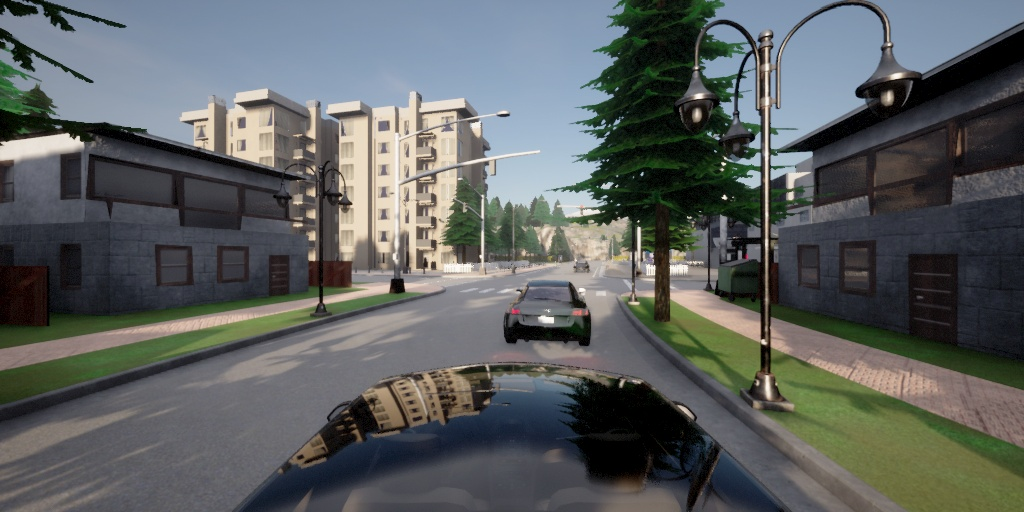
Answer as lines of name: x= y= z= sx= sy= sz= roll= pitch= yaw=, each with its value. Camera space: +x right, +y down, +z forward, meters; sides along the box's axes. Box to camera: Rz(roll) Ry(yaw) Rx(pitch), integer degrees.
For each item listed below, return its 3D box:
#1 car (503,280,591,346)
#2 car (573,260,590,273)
car: x=1.012 y=1.318 z=9.527 sx=1.994 sy=1.385 sz=4.181 roll=0 pitch=0 yaw=9
car: x=8.754 y=1.296 z=44.849 sx=2.128 sy=1.511 sz=4.902 roll=0 pitch=0 yaw=14
